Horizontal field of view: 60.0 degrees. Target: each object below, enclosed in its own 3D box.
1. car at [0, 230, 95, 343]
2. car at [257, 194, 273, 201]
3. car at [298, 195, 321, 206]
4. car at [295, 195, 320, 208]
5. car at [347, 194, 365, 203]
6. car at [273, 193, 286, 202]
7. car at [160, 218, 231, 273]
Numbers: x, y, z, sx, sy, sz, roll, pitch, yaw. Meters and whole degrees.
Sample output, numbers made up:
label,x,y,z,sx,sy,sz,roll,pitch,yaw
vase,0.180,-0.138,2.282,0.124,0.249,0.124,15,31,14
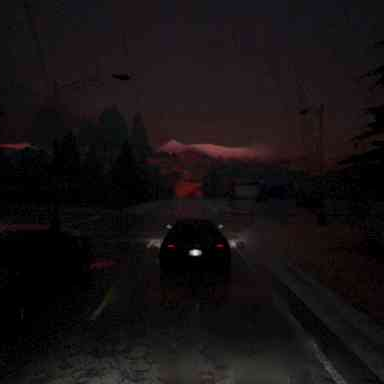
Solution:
label,x,y,z,sx,sy,sz,roll,pitch,yaw
car,-3.532,1.524,6.668,2.033,1.411,5.357,0,0,1
car,14.190,1.106,66.825,2.007,1.523,4.514,0,0,0
car,17.000,1.216,48.184,1.970,1.475,3.806,0,0,0
car,13.948,1.231,40.792,1.845,1.501,3.633,0,0,0
car,29.098,1.113,59.059,1.845,1.501,3.633,0,0,0
car,17.327,1.097,66.847,2.152,1.636,5.027,0,0,0
car,0.095,1.527,10.576,1.994,1.385,4.181,0,0,0
